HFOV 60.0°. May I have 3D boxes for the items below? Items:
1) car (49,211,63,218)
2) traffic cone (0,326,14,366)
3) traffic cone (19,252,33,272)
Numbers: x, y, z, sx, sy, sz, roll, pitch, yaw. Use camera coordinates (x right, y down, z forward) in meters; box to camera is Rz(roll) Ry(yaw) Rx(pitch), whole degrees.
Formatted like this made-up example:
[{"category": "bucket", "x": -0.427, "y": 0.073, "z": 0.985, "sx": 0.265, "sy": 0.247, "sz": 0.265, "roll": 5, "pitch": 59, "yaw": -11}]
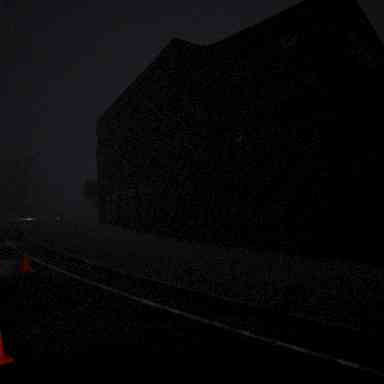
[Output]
[{"category": "car", "x": -28.102, "y": 4.635, "z": 68.782, "sx": 1.837, "sy": 1.490, "sz": 4.892, "roll": -1, "pitch": -4, "yaw": -9}, {"category": "traffic cone", "x": -2.744, "y": 2.089, "z": 4.674, "sx": 0.340, "sy": 0.580, "sz": 0.340, "roll": -1, "pitch": -2, "yaw": 40}, {"category": "traffic cone", "x": -5.407, "y": 2.255, "z": 10.826, "sx": 0.340, "sy": 0.580, "sz": 0.340, "roll": -1, "pitch": -2, "yaw": 40}]
